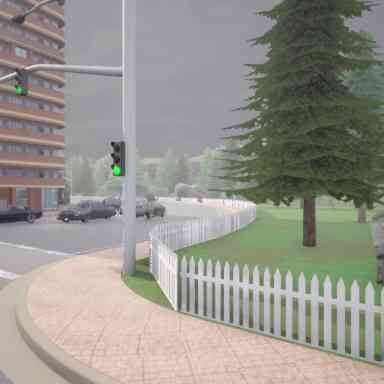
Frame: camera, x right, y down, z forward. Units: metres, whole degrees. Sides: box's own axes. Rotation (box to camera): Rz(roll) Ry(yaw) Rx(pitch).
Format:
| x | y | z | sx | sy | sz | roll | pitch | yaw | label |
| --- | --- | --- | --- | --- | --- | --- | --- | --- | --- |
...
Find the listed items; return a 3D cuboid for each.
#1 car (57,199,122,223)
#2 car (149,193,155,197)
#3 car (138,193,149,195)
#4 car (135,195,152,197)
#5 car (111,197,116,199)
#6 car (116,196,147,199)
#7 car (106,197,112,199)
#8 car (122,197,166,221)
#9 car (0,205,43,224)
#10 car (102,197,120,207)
| x | y | z | sx | sy | sz | roll | pitch | yaw | label |
| --- | --- | --- | --- | --- | --- | --- | --- | --- | --- |
| -7.798 | 1.492 | 25.283 | 2.033 | 1.411 | 5.357 | 0 | 0 | 17 | car |
| -9.583 | 1.166 | 66.430 | 2.150 | 2.045 | 5.566 | 0 | 0 | -40 | car |
| -10.323 | 1.296 | 61.422 | 2.097 | 1.767 | 4.553 | 0 | 0 | -34 | car |
| -6.925 | 1.470 | 44.918 | 1.812 | 1.442 | 4.674 | 0 | 0 | -13 | car |
| -9.795 | 1.492 | 41.909 | 2.033 | 1.411 | 5.357 | 0 | 0 | -7 | car |
| -6.169 | 1.470 | 34.727 | 1.812 | 1.442 | 4.674 | 0 | 0 | 3 | car |
| -9.882 | 1.492 | 31.835 | 2.033 | 1.411 | 5.357 | 0 | 0 | 8 | car |
| -3.612 | 1.436 | 26.881 | 2.128 | 1.511 | 4.902 | 0 | 0 | 15 | car |
| -12.683 | 1.545 | 22.602 | 1.895 | 1.301 | 4.718 | 0 | 0 | 23 | car |
| -12.649 | 1.508 | 51.565 | 1.994 | 1.385 | 4.181 | 0 | 0 | -24 | car |
